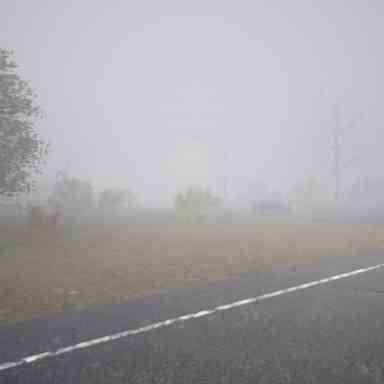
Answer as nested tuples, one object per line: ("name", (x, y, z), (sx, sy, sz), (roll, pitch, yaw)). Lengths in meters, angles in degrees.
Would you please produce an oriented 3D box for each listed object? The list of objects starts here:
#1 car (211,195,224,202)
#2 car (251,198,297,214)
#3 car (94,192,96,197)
("car", (2.970, 1.293, 51.818), (1.837, 1.490, 4.892), (0, 0, -37))
("car", (8.178, 1.382, 33.387), (2.128, 1.511, 4.902), (0, 0, -37))
("car", (-24.117, 0.813, 78.987), (2.150, 2.045, 5.566), (0, 0, -30))
